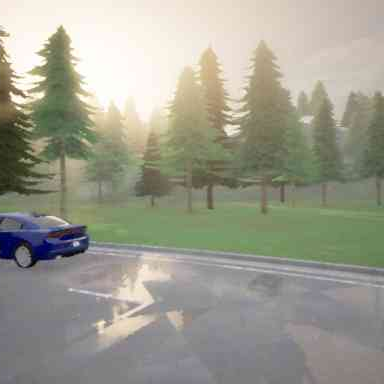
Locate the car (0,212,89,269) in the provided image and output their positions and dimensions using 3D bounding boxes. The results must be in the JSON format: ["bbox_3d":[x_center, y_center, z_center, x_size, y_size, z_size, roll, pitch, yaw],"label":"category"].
[{"bbox_3d":[-5.697,1.388,10.716,5.008,1.535,1.882,0,0,22],"label":"car"}]
